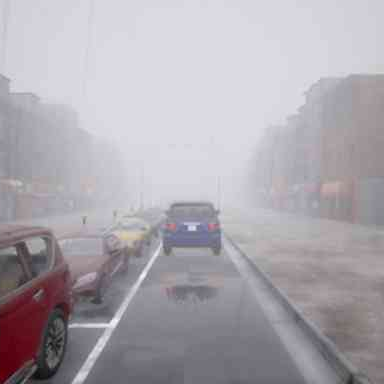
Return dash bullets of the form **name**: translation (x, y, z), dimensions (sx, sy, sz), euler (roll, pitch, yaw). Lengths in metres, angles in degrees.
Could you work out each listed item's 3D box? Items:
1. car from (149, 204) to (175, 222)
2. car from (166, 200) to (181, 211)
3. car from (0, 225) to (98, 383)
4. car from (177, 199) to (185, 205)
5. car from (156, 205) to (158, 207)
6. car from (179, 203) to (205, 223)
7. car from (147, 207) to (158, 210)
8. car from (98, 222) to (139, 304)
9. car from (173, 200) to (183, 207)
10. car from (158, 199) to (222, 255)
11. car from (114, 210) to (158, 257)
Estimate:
- **car**: translation (-2.627, 1.839, 30.057), dimensions (2.008, 1.369, 4.403), euler (0, -1, 0)
- **car**: translation (-2.730, 1.952, 49.408), dimensions (1.882, 1.535, 5.008), euler (0, -1, 0)
- **car**: translation (-2.639, 1.343, 2.800), dimensions (2.192, 1.841, 5.009), euler (0, -1, 0)
- **car**: translation (-2.608, 2.324, 79.124), dimensions (1.947, 1.339, 4.313), euler (0, -1, 0)
- **car**: translation (-2.629, 1.801, 24.605), dimensions (1.947, 1.339, 4.313), euler (0, -1, 0)
- **car**: translation (0.016, 1.773, 29.299), dimensions (2.128, 1.511, 4.902), euler (0, 0, 0)
- **car**: translation (-2.632, 1.749, 19.153), dimensions (1.947, 1.339, 4.313), euler (0, -1, 0)
- **car**: translation (-2.636, 1.661, 8.250), dimensions (1.802, 1.307, 4.206), euler (0, -1, 0)
- **car**: translation (-2.614, 2.184, 62.768), dimensions (1.802, 1.307, 4.206), euler (0, -1, 0)
- **car**: translation (0.007, 1.351, 14.017), dimensions (2.150, 2.045, 5.566), euler (0, 0, 0)
- **car**: translation (-2.634, 1.655, 13.532), dimensions (1.752, 1.417, 4.829), euler (0, -1, 0)
